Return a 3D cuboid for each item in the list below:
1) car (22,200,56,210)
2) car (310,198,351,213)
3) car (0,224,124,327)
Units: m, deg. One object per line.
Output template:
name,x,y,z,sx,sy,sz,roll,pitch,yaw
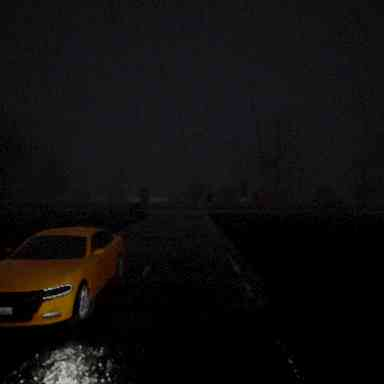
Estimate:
car,-22.098,1.890,48.052,4.674,1.442,1.812,2,0,0
car,19.911,1.837,47.939,5.566,2.045,2.150,0,0,0
car,-2.850,1.562,7.564,1.882,1.535,5.008,0,-1,0
